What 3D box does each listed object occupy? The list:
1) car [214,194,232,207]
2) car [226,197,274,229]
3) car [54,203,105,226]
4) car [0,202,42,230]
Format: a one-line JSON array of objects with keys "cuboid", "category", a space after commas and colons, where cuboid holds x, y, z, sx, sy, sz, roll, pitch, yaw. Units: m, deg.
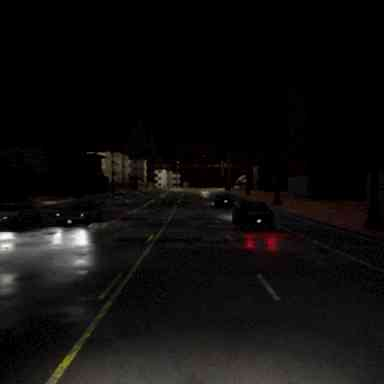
[{"cuboid": [3.571, 0.883, 37.182, 1.994, 1.385, 4.181, 0, 2, 0], "category": "car"}, {"cuboid": [3.583, 1.298, 20.167, 2.128, 1.511, 4.902, 0, 1, 0], "category": "car"}, {"cuboid": [-7.118, 1.381, 21.532, 1.895, 1.301, 4.718, 0, 1, 0], "category": "car"}, {"cuboid": [-10.616, 1.339, 19.754, 1.812, 1.442, 4.674, 0, 1, 0], "category": "car"}]
